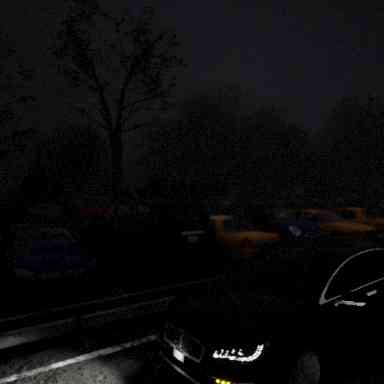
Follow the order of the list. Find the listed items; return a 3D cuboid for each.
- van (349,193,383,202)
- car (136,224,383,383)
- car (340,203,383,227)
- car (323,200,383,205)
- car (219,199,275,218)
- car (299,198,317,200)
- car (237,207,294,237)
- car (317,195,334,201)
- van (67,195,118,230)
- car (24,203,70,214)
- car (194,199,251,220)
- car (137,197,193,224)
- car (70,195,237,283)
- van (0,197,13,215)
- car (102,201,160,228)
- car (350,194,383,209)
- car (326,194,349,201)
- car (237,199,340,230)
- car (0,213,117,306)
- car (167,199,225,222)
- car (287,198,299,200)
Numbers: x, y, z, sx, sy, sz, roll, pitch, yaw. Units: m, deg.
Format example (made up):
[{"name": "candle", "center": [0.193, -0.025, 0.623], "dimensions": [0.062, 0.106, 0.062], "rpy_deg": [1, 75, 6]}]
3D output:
[{"name": "van", "center": [12.195, 1.179, 19.930], "dimensions": [1.878, 1.987, 4.442], "rpy_deg": [0, 0, -36]}, {"name": "car", "center": [1.835, 1.501, 4.990], "dimensions": [4.892, 1.490, 1.837], "rpy_deg": [0, 0, -35]}, {"name": "car", "center": [5.482, 1.429, 14.746], "dimensions": [1.946, 1.575, 5.366], "rpy_deg": [0, 0, -36]}, {"name": "car", "center": [7.563, 1.420, 16.694], "dimensions": [1.946, 1.575, 5.366], "rpy_deg": [0, 0, -36]}, {"name": "car", "center": [4.864, 1.433, 30.031], "dimensions": [2.163, 1.488, 4.792], "rpy_deg": [0, 0, -36]}, {"name": "car", "center": [9.474, 1.385, 33.294], "dimensions": [2.097, 1.535, 5.008], "rpy_deg": [0, 0, -36]}, {"name": "car", "center": [0.673, 1.447, 11.755], "dimensions": [1.946, 1.575, 5.366], "rpy_deg": [0, 0, -36]}, {"name": "car", "center": [11.768, 1.377, 34.940], "dimensions": [2.231, 1.521, 4.892], "rpy_deg": [0, 0, -36]}, {"name": "van", "center": [-6.660, 1.223, 21.877], "dimensions": [1.878, 1.987, 4.442], "rpy_deg": [0, 0, -36]}, {"name": "car", "center": [-8.892, 1.459, 20.143], "dimensions": [2.231, 1.521, 4.892], "rpy_deg": [0, 0, -36]}, {"name": "car", "center": [2.482, 1.412, 28.293], "dimensions": [2.097, 1.535, 5.008], "rpy_deg": [0, 0, -36]}, {"name": "car", "center": [-2.123, 1.305, 25.024], "dimensions": [2.185, 1.767, 4.553], "rpy_deg": [0, 0, -36]}, {"name": "car", "center": [-1.533, 1.208, 9.981], "dimensions": [2.435, 2.045, 5.566], "rpy_deg": [0, 0, -36]}, {"name": "van", "center": [-11.254, 1.241, 18.588], "dimensions": [1.878, 1.987, 4.442], "rpy_deg": [0, 0, -36]}, {"name": "car", "center": [-4.403, 1.440, 23.359], "dimensions": [2.097, 1.535, 5.008], "rpy_deg": [0, 0, -36]}, {"name": "car", "center": [23.281, 1.183, 43.126], "dimensions": [2.185, 1.767, 4.553], "rpy_deg": [1, 0, -36]}, {"name": "car", "center": [16.349, 1.356, 38.242], "dimensions": [2.231, 1.521, 4.892], "rpy_deg": [0, 0, -36]}, {"name": "car", "center": [3.059, 1.315, 13.276], "dimensions": [2.185, 1.767, 4.553], "rpy_deg": [0, 0, -36]}, {"name": "car", "center": [-3.814, 1.508, 8.314], "dimensions": [2.002, 1.452, 4.674], "rpy_deg": [0, 0, -36]}, {"name": "car", "center": [0.193, 1.422, 26.640], "dimensions": [2.097, 1.535, 5.008], "rpy_deg": [0, 0, -36]}, {"name": "car", "center": [7.179, 1.394, 31.649], "dimensions": [2.097, 1.535, 5.008], "rpy_deg": [0, 0, -36]}]
